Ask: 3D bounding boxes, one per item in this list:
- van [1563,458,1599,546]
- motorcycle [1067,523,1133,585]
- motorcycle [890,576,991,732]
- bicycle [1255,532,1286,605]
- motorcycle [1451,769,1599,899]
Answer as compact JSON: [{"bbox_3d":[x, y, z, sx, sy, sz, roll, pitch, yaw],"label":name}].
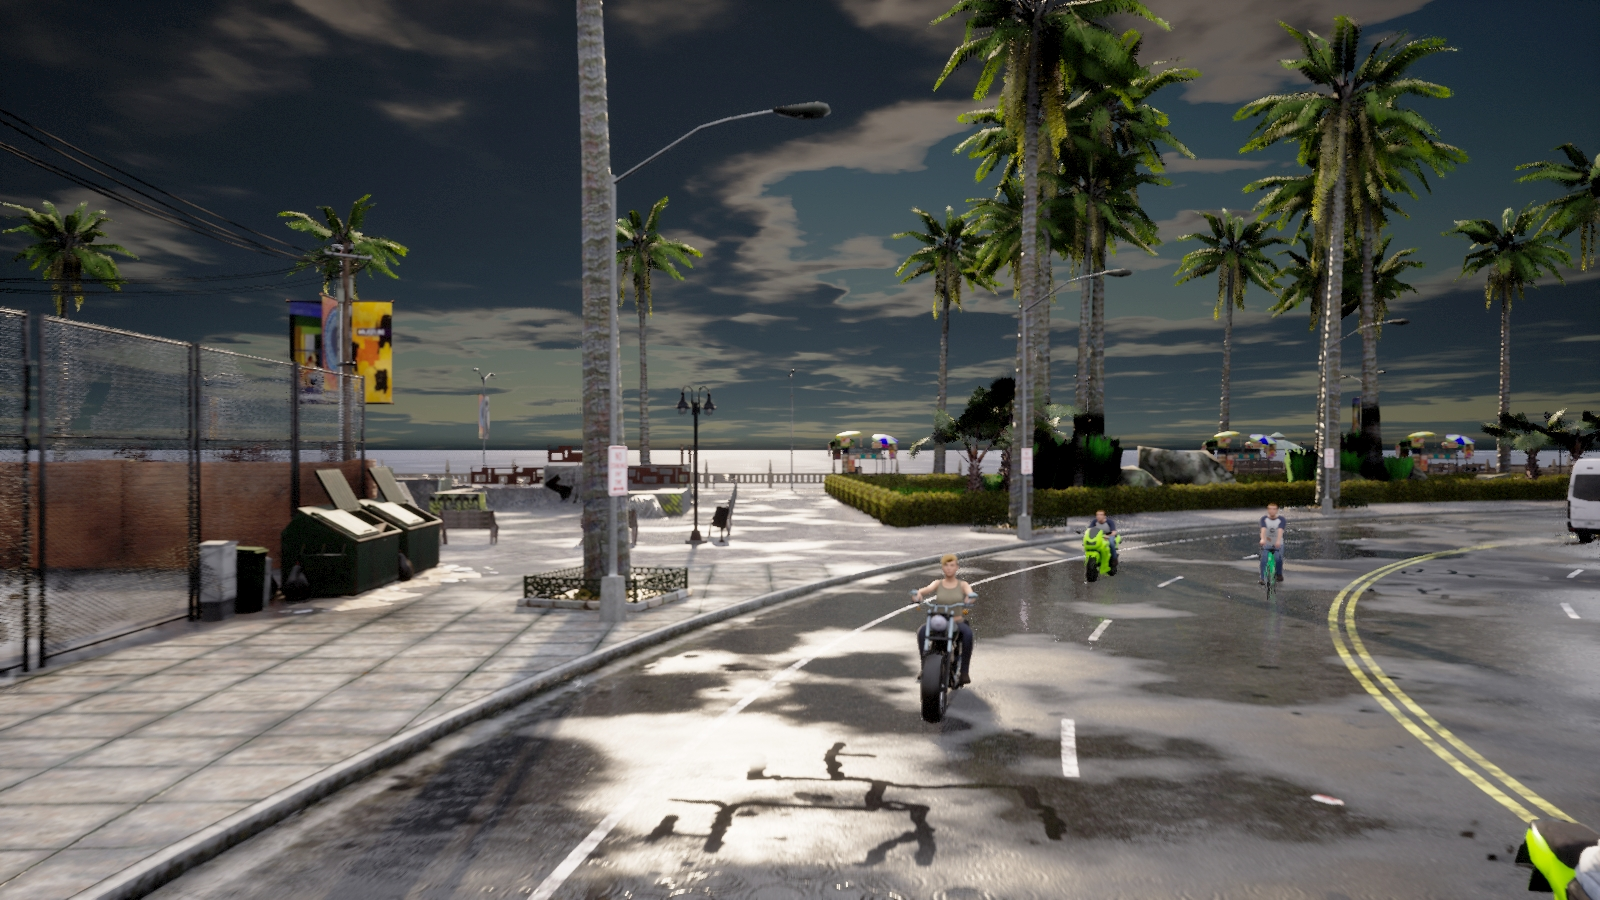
[{"bbox_3d":[25.825,1.541,35.130,5.915,2.561,1.988,0,0,-36],"label":"van"},{"bbox_3d":[6.502,2.217,24.671,0.803,1.145,2.033,1,0,32],"label":"motorcycle"},{"bbox_3d":[1.598,2.171,12.634,0.764,1.277,2.356,0,0,16],"label":"motorcycle"},{"bbox_3d":[8.906,2.209,21.616,0.373,1.196,1.643,1,1,28],"label":"bicycle"},{"bbox_3d":[3.624,2.213,4.765,0.803,1.145,2.033,1,1,5],"label":"motorcycle"}]
